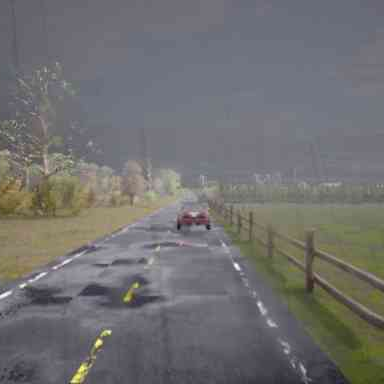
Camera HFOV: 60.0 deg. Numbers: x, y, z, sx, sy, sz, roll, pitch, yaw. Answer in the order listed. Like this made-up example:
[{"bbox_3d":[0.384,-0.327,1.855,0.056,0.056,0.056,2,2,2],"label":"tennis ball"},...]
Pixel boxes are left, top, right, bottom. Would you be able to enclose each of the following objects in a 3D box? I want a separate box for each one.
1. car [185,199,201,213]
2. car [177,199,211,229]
[{"bbox_3d":[0.115,1.632,39.743,1.837,1.490,4.892,0,0,0],"label":"car"},{"bbox_3d":[0.108,1.431,22.229,2.097,1.767,4.553,0,0,0],"label":"car"}]
